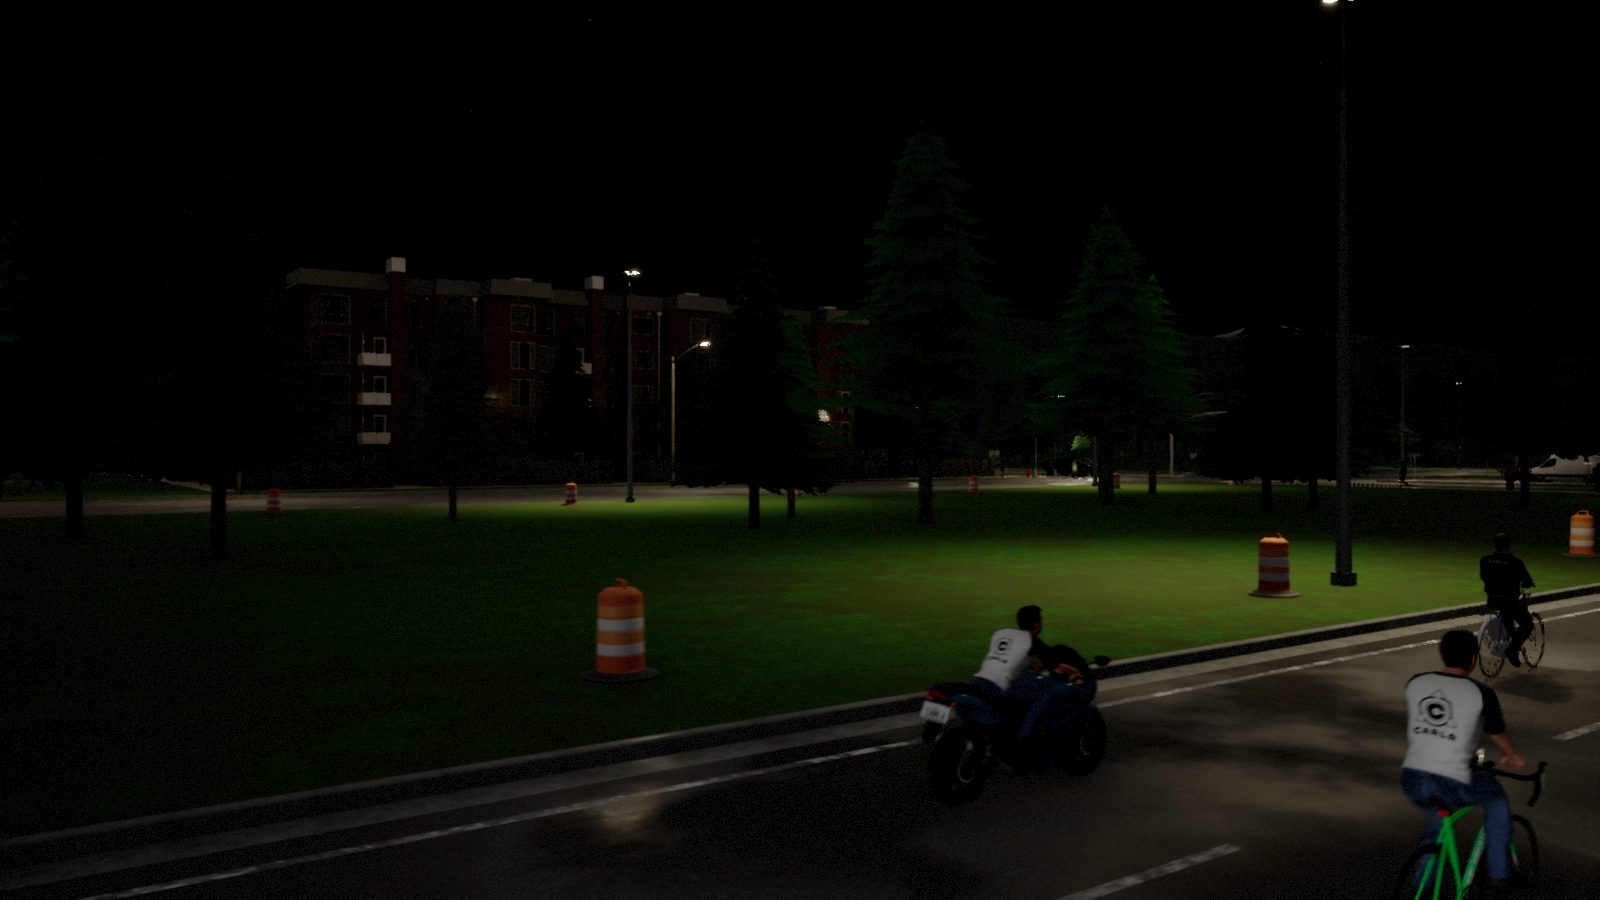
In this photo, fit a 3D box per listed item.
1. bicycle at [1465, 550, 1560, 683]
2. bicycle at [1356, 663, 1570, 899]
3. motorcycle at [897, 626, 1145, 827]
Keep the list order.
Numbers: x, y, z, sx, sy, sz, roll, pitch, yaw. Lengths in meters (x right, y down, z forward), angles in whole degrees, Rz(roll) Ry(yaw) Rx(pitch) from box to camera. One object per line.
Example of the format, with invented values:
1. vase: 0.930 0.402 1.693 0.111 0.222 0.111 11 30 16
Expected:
1. bicycle: 8.945 2.052 14.322 1.835 1.471 0.329 0 0 -35
2. bicycle: 3.744 2.052 6.405 1.643 1.496 0.373 0 0 -35
3. motorcycle: 1.831 2.182 9.339 2.033 1.199 0.803 0 0 -35
